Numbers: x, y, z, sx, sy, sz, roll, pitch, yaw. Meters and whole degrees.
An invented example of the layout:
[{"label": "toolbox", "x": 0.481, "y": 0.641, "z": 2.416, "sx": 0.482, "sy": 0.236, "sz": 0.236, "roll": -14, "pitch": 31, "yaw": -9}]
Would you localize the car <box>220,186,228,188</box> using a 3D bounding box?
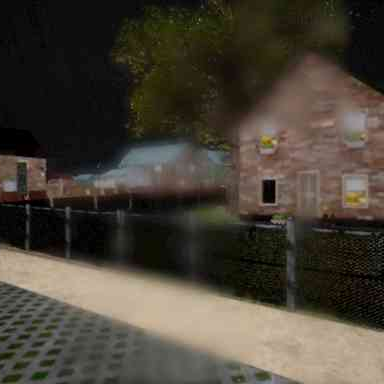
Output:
[{"label": "car", "x": 4.545, "y": -0.041, "z": 43.688, "sx": 2.033, "sy": 1.411, "sz": 5.357, "roll": 0, "pitch": 2, "yaw": 36}]
